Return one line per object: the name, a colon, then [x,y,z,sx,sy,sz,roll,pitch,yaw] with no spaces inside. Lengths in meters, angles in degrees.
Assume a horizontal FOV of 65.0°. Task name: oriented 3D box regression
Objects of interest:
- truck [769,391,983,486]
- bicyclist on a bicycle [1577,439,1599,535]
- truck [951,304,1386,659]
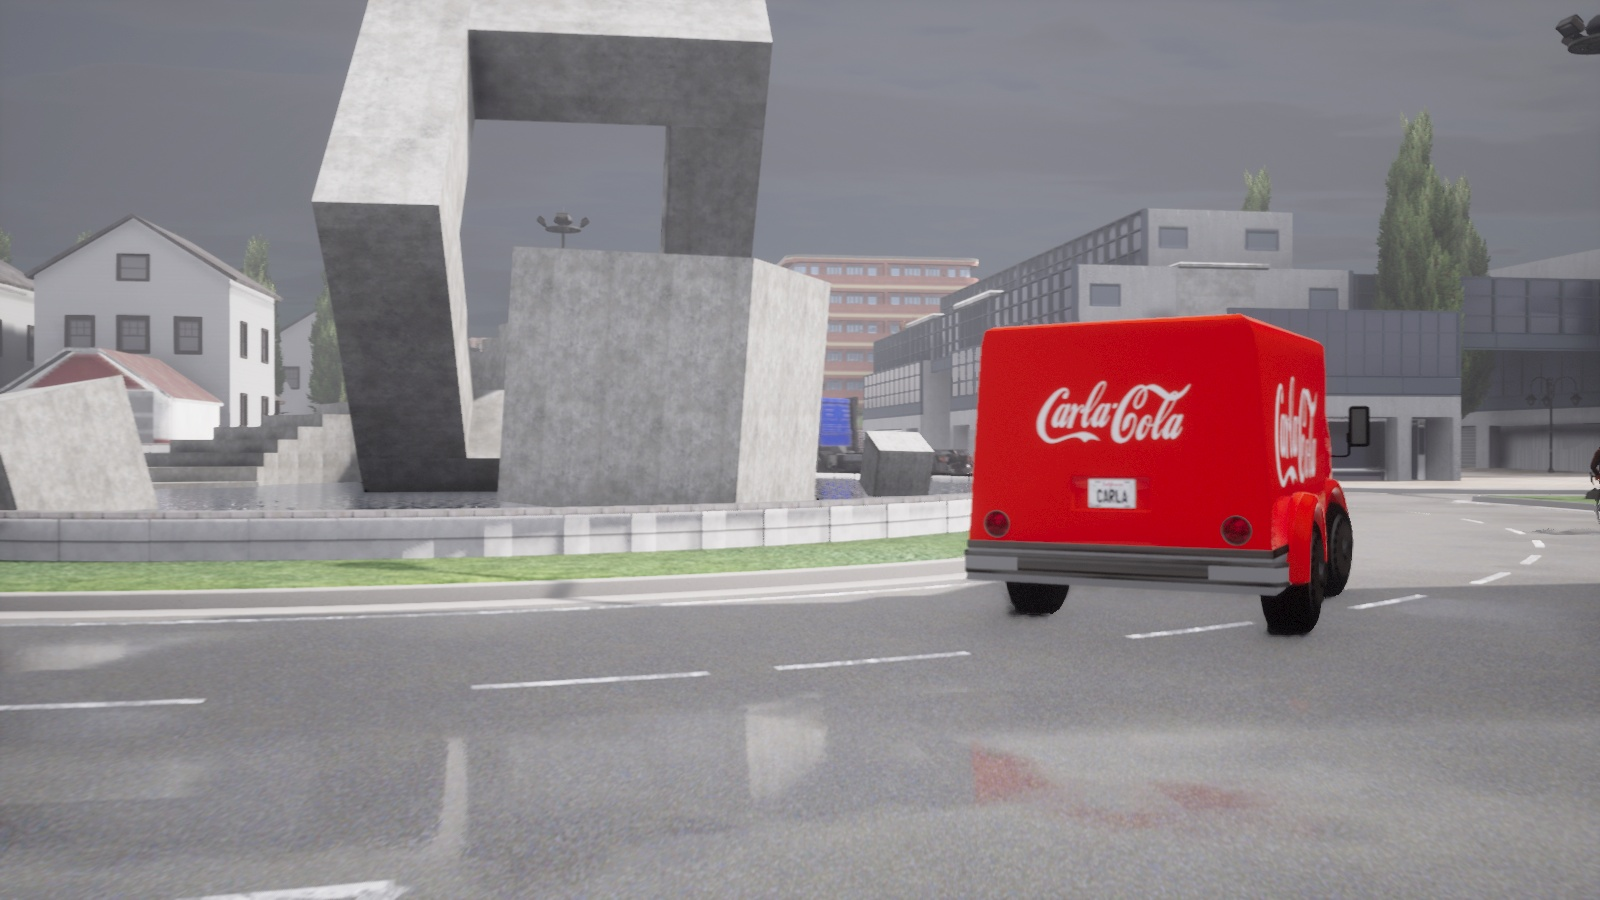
truck: [2.861,-0.429,48.812,7.936,3.462,2.891,0,0,34]
bicyclist on a bicycle: [13.959,0.629,21.648,0.582,1.620,1.656,0,0,19]
truck: [3.685,0.217,11.646,2.627,2.467,5.204,0,0,31]
